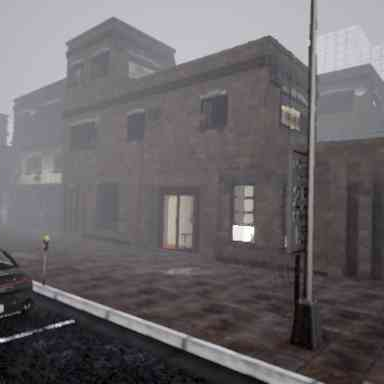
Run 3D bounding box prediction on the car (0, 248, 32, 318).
[{"bbox_3d":[-4.924,1.753,6.938,4.403,1.369,2.008,-1,-2,40],"label":"car"}]
